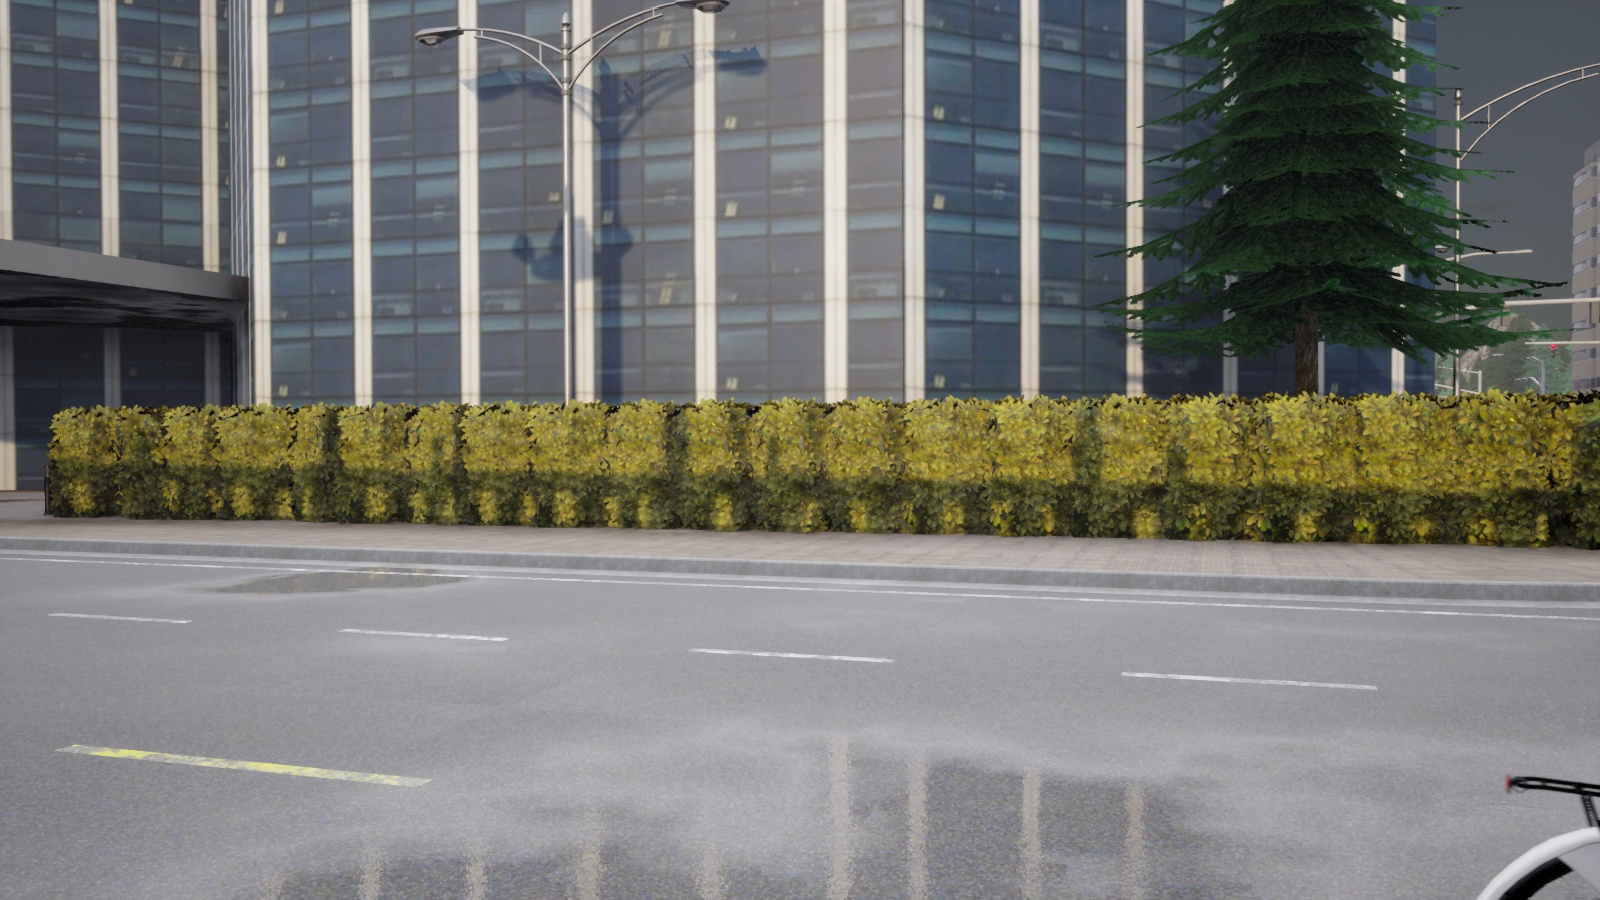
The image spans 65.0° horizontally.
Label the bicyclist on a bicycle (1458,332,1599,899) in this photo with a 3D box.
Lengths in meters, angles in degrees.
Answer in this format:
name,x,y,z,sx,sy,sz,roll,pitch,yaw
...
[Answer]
name,x,y,z,sx,sy,sz,roll,pitch,yaw
bicyclist on a bicycle,2.357,0.667,2.417,1.843,1.776,0.659,0,1,18
